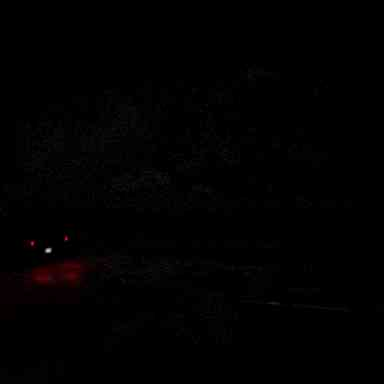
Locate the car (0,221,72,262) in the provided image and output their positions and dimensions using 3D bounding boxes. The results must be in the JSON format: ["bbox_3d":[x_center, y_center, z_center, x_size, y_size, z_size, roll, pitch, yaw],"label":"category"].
[{"bbox_3d":[-6.870,1.766,12.740,4.718,1.301,1.895,-1,-1,32],"label":"car"}]
